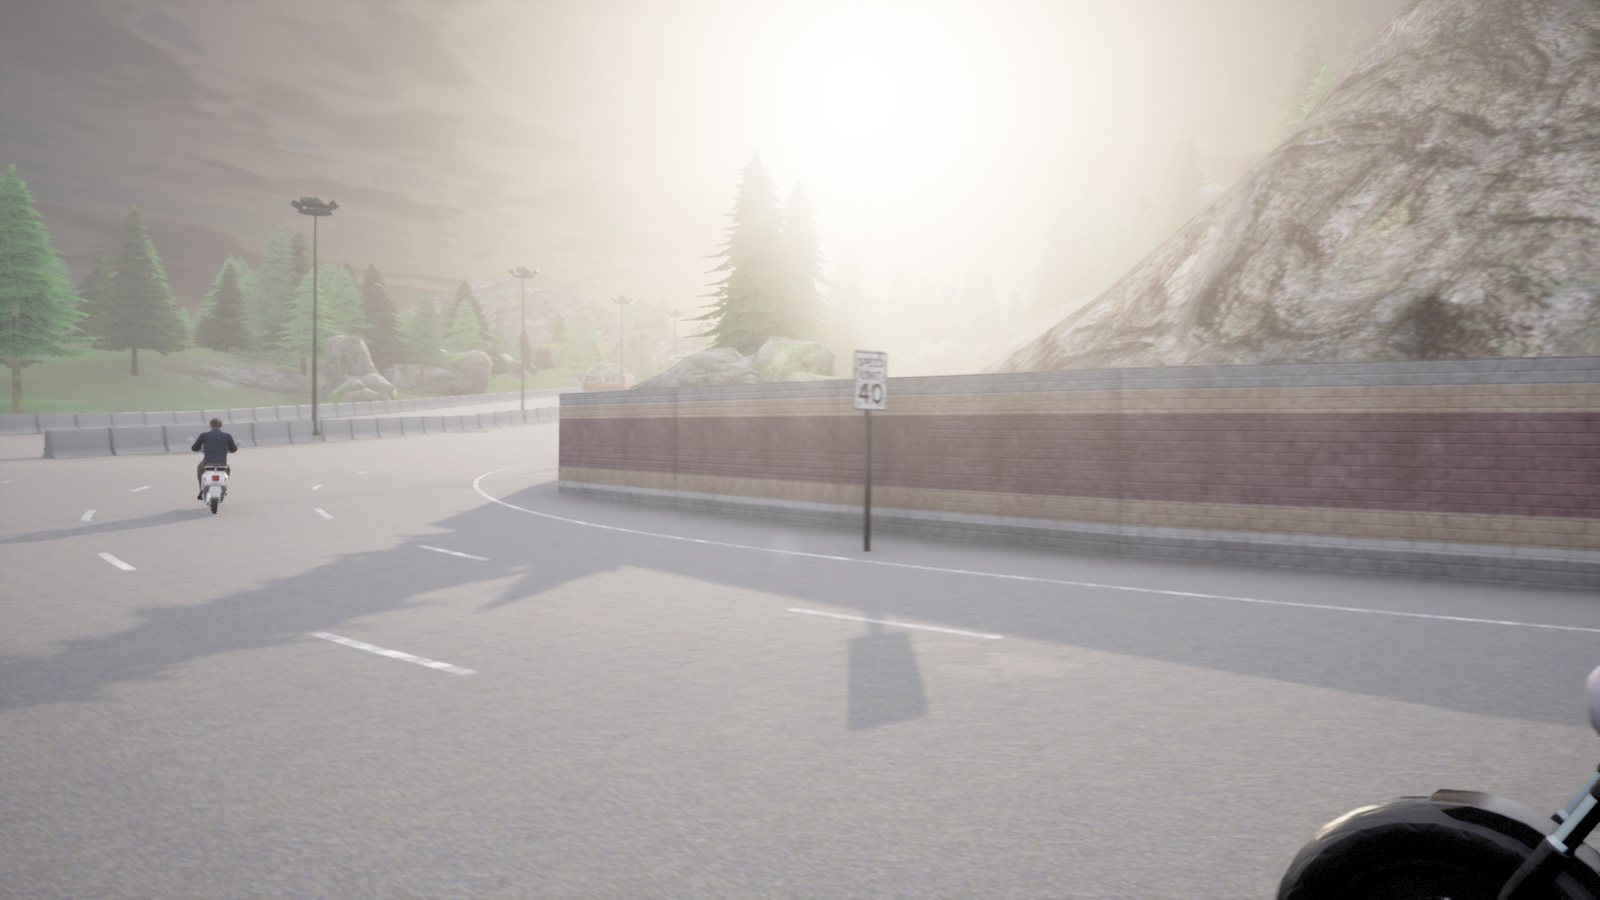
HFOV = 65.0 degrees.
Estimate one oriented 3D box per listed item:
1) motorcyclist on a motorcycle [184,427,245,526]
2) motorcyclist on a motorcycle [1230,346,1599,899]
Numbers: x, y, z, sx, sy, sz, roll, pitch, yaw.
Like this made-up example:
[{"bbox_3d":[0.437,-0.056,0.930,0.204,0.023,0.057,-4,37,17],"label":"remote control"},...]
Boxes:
[{"bbox_3d":[-9.986,0.424,21.398,0.866,1.590,1.817,1,1,-27],"label":"motorcyclist on a motorcycle"},{"bbox_3d":[2.070,0.641,2.230,2.350,1.649,0.766,0,0,33],"label":"motorcyclist on a motorcycle"}]
